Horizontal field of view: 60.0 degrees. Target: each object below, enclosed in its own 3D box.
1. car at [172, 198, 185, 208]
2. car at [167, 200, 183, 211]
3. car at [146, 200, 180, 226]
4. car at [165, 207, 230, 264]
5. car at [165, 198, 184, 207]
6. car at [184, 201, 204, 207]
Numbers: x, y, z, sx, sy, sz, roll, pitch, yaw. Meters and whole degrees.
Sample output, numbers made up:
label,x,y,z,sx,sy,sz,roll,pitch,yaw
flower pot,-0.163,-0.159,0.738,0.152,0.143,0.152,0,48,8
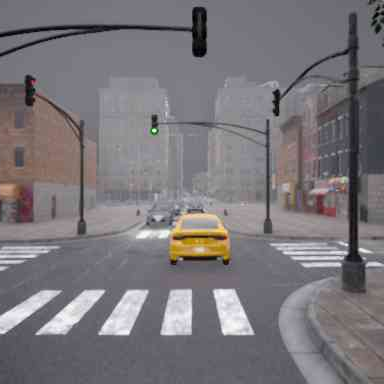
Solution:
label,x,y,z,sx,sy,sz,roll,pitch,yaw
car,-2.214,1.800,55.172,1.837,1.490,4.892,0,0,0
car,-2.271,1.843,44.971,1.895,1.301,4.718,0,0,0
car,-2.286,1.626,24.976,2.128,1.511,4.902,0,0,0
car,0.277,1.540,12.184,1.882,1.535,5.008,0,0,1
car,-2.284,1.540,34.911,2.097,1.767,4.553,0,0,0
car,0.402,1.761,39.595,2.033,1.411,5.357,0,0,0
